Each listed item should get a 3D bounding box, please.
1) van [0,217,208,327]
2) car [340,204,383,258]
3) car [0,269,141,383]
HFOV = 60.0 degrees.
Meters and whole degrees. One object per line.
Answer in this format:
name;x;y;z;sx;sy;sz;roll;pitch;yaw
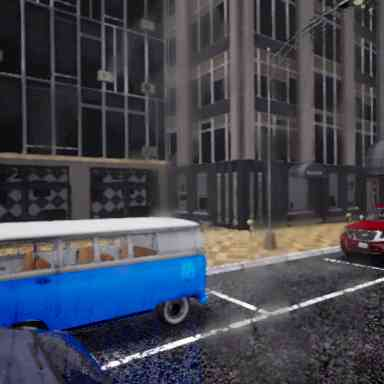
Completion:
van;-1.624;1.346;5.419;3.998;1.788;1.690;0;-1;-35
car;7.389;1.350;11.845;5.009;1.841;2.192;0;-1;-35
car;-2.442;1.561;1.625;4.181;1.385;1.994;0;0;-35
